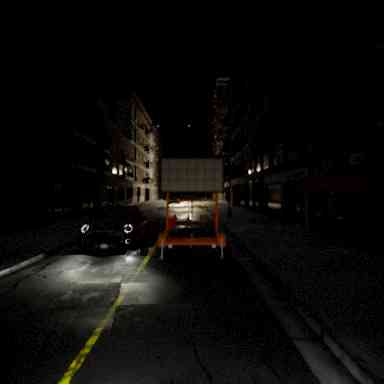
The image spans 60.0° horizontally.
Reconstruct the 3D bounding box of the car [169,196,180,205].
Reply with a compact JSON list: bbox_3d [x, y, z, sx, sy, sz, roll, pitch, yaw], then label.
[{"bbox_3d":[-3.060,1.454,57.067,2.033,1.411,5.357,0,0,0],"label":"car"}]

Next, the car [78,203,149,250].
[{"bbox_3d":[-3.100,1.317,13.962,2.097,1.767,4.553,0,0,0],"label":"car"}]

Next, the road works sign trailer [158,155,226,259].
[{"bbox_3d":[0.006,0.433,12.426,2.380,3.560,2.880,0,0,0],"label":"road works sign trailer"}]
